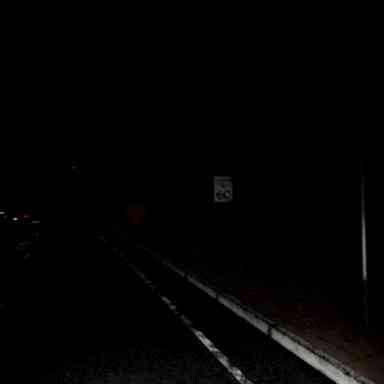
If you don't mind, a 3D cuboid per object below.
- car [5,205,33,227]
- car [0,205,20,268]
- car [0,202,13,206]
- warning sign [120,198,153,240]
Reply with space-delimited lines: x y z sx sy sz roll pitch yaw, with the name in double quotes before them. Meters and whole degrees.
"car" -13.555 1.948 25.919 1.994 1.385 4.181 -1 0 -23
"car" -7.632 1.561 11.741 2.097 1.767 4.553 -1 0 -21
"car" -29.114 2.336 52.201 1.812 1.442 4.674 -1 0 -24
"warning sign" -2.616 1.216 15.552 1.300 1.860 1.060 -1 0 -22
